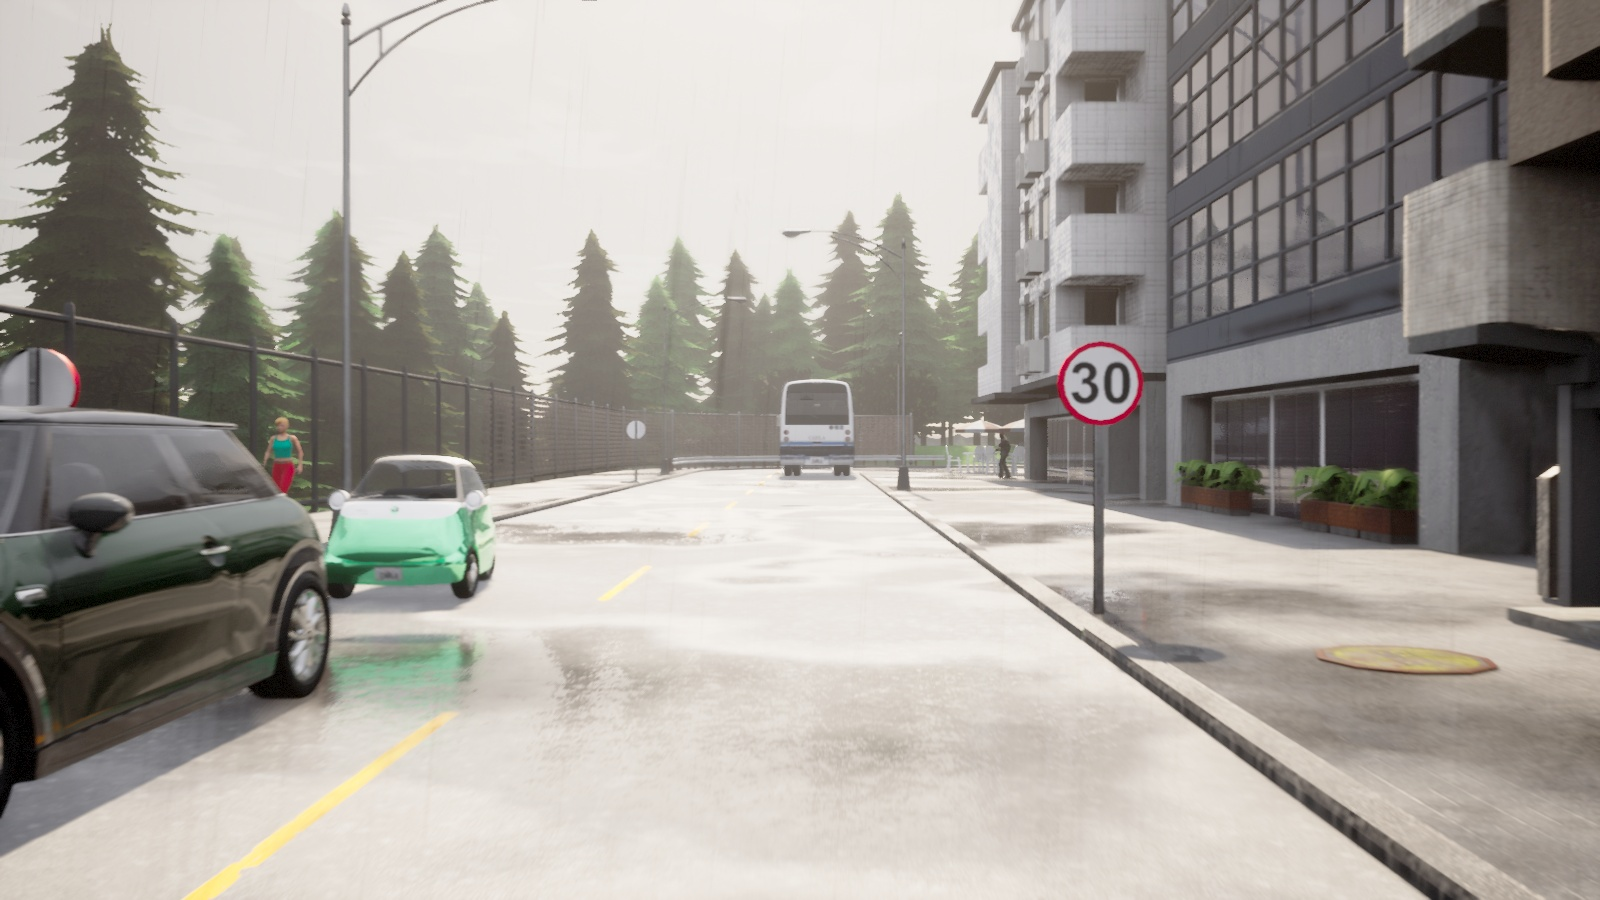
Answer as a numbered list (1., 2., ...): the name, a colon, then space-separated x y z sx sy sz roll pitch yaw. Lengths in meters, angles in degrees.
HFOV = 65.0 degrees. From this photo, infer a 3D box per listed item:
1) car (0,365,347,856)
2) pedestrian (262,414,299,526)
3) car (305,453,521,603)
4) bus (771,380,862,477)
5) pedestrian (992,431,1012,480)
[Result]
1. car: -3.913 0.570 5.605 2.097 1.767 4.553 0 0 1
2. pedestrian: -8.704 0.330 21.042 0.345 1.836 0.594 0 0 4
3. car: -3.820 0.726 12.698 1.481 1.376 2.207 0 0 1
4. bus: 0.806 -0.966 59.824 3.944 4.253 10.273 0 0 1
5. pedestrian: 8.016 0.203 49.777 0.666 1.930 0.402 0 0 -20
